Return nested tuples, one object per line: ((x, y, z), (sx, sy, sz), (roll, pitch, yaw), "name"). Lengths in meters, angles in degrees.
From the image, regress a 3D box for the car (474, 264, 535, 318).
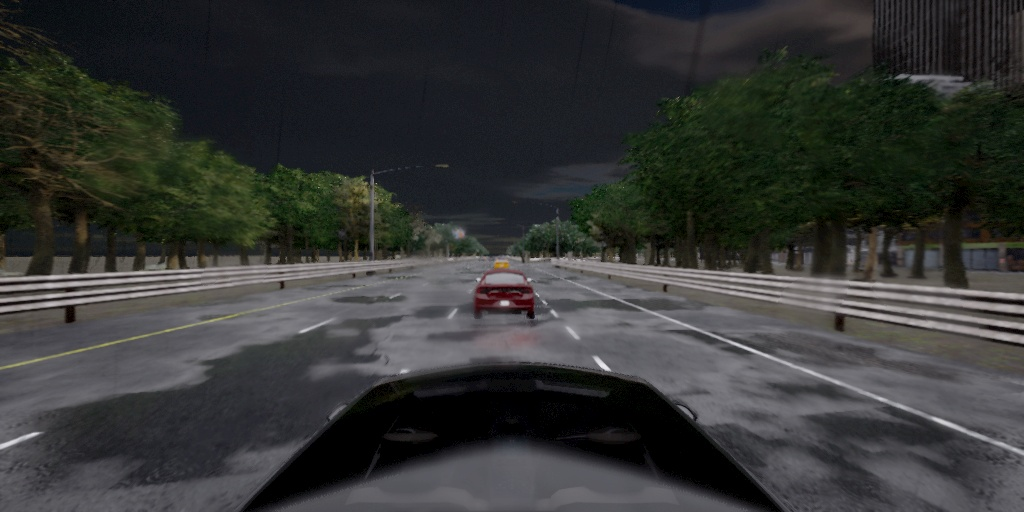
((-0.280, 1.210, 12.869), (1.882, 1.535, 5.008), (0, 0, -2), "car")

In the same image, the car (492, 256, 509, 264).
((-1.383, 1.147, 48.948), (1.882, 1.535, 5.008), (0, 0, -2), "car")
